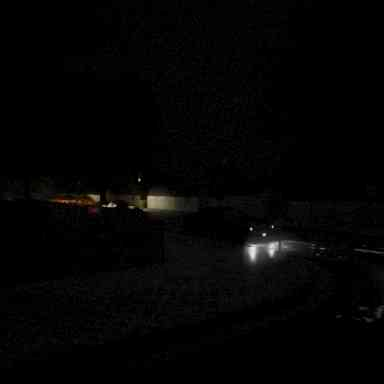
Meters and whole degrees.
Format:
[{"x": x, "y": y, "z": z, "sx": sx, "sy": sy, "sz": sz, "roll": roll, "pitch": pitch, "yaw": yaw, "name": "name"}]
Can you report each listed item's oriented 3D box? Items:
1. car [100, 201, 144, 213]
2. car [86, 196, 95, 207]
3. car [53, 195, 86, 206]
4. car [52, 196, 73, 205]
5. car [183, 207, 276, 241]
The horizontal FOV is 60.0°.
[{"x": -5.825, "y": 1.421, "z": 27.278, "sx": 2.033, "sy": 1.411, "sz": 5.357, "roll": 0, "pitch": 0, "yaw": -36, "name": "car"}, {"x": -14.543, "y": 1.261, "z": 44.423, "sx": 1.882, "sy": 1.535, "sz": 5.008, "roll": 0, "pitch": 0, "yaw": -35, "name": "car"}, {"x": -14.746, "y": 1.152, "z": 39.784, "sx": 2.097, "sy": 1.767, "sz": 4.553, "roll": 0, "pitch": 0, "yaw": -35, "name": "car"}, {"x": -20.559, "y": 1.340, "z": 52.730, "sx": 1.895, "sy": 1.301, "sz": 4.718, "roll": 0, "pitch": 0, "yaw": -36, "name": "car"}, {"x": 1.644, "y": 1.486, "z": 16.857, "sx": 2.033, "sy": 1.411, "sz": 5.357, "roll": 0, "pitch": 0, "yaw": -36, "name": "car"}]
